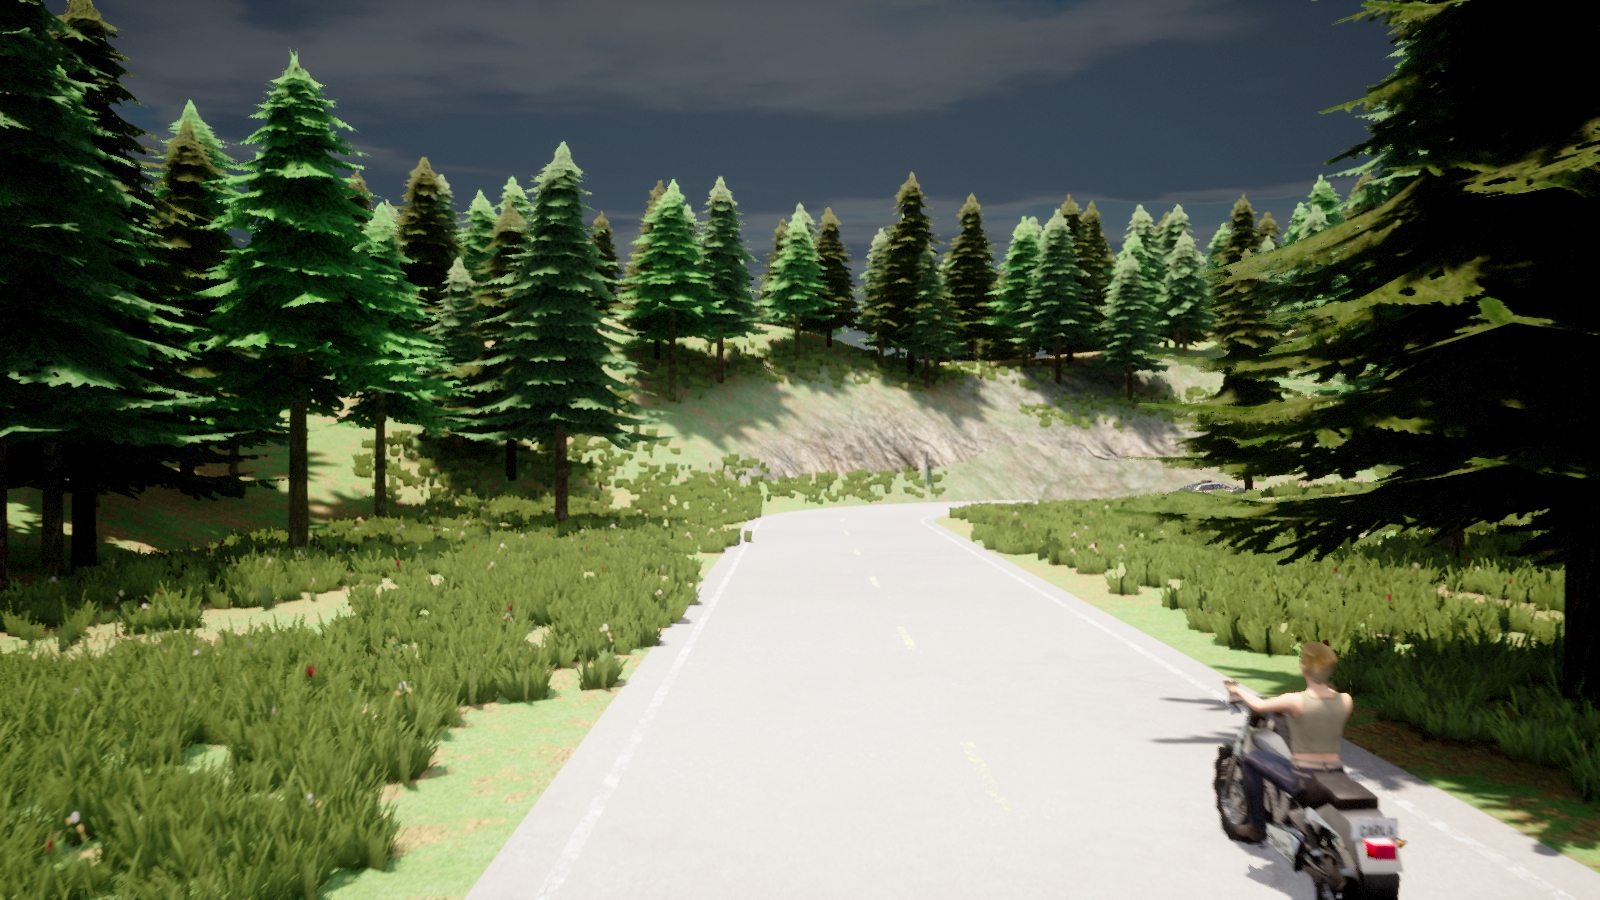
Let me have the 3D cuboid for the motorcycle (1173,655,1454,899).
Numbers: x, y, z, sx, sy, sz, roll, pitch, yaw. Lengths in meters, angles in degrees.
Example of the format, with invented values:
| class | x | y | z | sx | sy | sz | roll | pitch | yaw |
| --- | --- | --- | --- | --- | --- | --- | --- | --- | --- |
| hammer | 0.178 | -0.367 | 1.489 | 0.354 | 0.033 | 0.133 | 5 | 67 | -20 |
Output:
| class | x | y | z | sx | sy | sz | roll | pitch | yaw |
| --- | --- | --- | --- | --- | --- | --- | --- | --- | --- |
| motorcycle | 3.182 | 2.177 | 7.401 | 0.764 | 1.277 | 2.356 | 0 | 0 | 0 |

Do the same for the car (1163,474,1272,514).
| class | x | y | z | sx | sy | sz | roll | pitch | yaw |
| --- | --- | --- | --- | --- | --- | --- | --- | --- | --- |
| car | 22.459 | 2.357 | 61.531 | 4.974 | 1.542 | 2.038 | -6 | 0 | -4 |
